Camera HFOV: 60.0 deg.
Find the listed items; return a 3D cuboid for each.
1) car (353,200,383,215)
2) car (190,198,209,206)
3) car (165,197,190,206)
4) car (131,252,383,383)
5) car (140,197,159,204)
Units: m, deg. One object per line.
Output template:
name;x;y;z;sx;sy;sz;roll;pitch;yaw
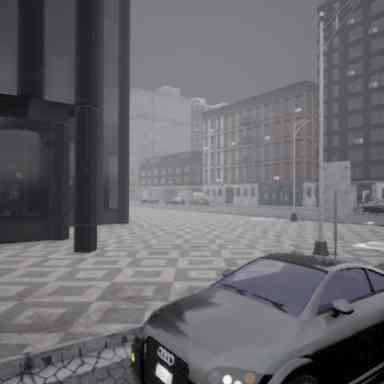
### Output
car;18.326;1.508;32.456;2.128;1.511;4.902;0;0;-36
car;1.041;1.632;56.654;1.994;1.385;4.181;0;0;-36
car;-2.853;1.575;56.402;1.812;1.442;4.674;0;0;-36
car;1.358;1.559;4.327;4.181;1.385;1.994;0;0;-35
car;-8.289;1.664;63.952;1.895;1.301;4.718;0;0;-36
